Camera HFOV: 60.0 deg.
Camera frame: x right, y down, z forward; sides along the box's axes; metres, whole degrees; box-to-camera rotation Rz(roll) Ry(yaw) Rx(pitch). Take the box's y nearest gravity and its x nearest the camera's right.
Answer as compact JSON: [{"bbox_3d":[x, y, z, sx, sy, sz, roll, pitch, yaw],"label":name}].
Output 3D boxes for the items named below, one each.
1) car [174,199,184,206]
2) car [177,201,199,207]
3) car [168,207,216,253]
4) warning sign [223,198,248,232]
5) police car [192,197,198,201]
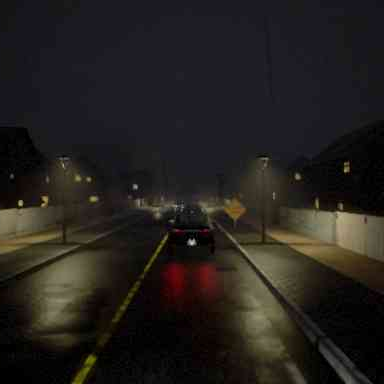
[{"bbox_3d":[-2.761,2.164,71.005,1.812,1.442,4.674,0,0,0],"label":"car"},{"bbox_3d":[-0.004,1.820,29.010,2.033,1.411,5.357,0,0,0],"label":"car"},{"bbox_3d":[0.001,1.629,14.303,2.128,1.511,4.902,0,0,0],"label":"car"},{"bbox_3d":[2.499,1.299,19.267,1.300,1.860,1.060,-1,-1,0],"label":"warning sign"},{"bbox_3d":[0.810,2.257,94.363,1.930,1.638,5.238,0,0,0],"label":"police car"}]
